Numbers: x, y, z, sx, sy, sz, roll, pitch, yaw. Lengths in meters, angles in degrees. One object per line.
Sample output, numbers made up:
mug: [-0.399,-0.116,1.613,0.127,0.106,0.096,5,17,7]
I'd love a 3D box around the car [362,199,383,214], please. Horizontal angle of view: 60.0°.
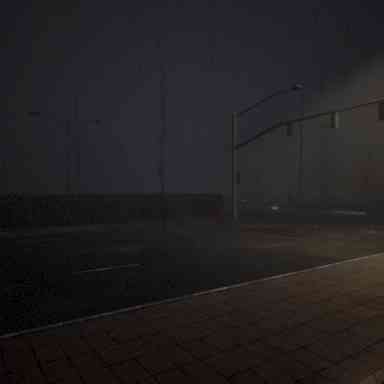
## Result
car: [20.302,1.562,34.197,4.181,1.385,1.994,0,0,16]

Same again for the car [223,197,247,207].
car: [6.346,1.489,51.320,2.128,1.511,4.902,0,0,-34]

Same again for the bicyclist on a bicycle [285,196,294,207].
bicyclist on a bicycle: [14.430,1.451,49.144,1.656,1.620,0.582,0,0,-22]

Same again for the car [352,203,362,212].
car: [20.620,1.524,37.517,4.674,1.442,1.812,0,1,24]

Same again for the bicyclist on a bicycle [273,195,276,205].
bicyclist on a bicycle: [13.466,1.298,54.060,0.582,1.620,1.656,0,0,22]
